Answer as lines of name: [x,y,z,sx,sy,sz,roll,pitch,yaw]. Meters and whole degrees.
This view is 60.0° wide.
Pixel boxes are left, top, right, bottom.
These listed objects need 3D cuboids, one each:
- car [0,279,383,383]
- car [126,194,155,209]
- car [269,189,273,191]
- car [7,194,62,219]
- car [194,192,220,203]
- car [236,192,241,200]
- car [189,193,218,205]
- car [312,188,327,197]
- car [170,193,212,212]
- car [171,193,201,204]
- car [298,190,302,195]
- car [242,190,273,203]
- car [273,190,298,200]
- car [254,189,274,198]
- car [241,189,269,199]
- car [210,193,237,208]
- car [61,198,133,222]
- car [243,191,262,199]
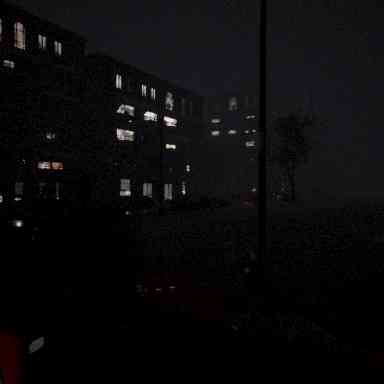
car: [-0.316,1.544,3.096,4.507,1.381,1.887,0,0,36]
car: [-5.976,1.043,34.882,1.882,1.535,5.008,1,1,34]
car: [15.654,0.424,60.361,2.097,1.767,4.553,1,1,36]
car: [-11.906,1.206,26.373,1.882,1.535,5.008,1,1,35]
car: [2.372,0.808,51.387,2.008,1.369,4.403,2,2,35]
car: [8.737,0.650,60.527,1.947,1.339,4.313,2,2,35]
car: [1.634,0.920,45.779,1.994,1.385,4.181,1,1,35]
car: [29.070,0.009,75.595,2.150,2.045,5.566,1,1,35]
car: [-0.300,1.132,32.887,1.887,1.381,4.507,2,2,35]
car: [-0.811,0.910,46.817,1.947,1.339,4.313,2,2,35]
car: [27.831,0.114,87.947,1.887,1.381,4.507,2,2,35]
car: [9.248,0.876,46.598,2.008,1.369,4.403,2,2,35]
car: [15.711,0.675,55.877,1.752,1.417,4.829,2,2,35]
car: [15.105,0.227,69.661,2.192,1.841,5.009,2,2,35]
car: [10.072,0.729,52.332,1.837,1.490,4.892,1,1,35]
car: [2.883,1.051,37.457,2.008,1.369,4.403,2,2,35]
car: [-6.664,1.329,23.749,1.947,1.339,4.313,2,2,35]
car: [11.822,0.526,64.956,1.752,1.417,4.829,2,2,35]
